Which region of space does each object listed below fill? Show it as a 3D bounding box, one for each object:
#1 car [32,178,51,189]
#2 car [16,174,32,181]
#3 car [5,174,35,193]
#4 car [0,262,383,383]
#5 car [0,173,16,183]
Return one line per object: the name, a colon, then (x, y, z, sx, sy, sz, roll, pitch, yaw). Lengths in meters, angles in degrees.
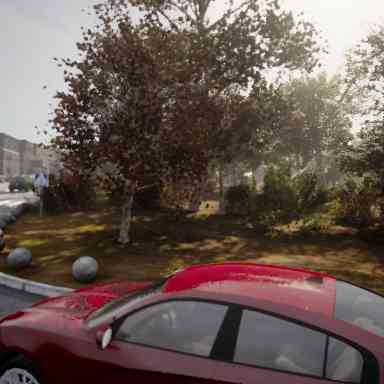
car: (-24.878, -1.426, 55.175, 1.837, 1.490, 4.892, 0, 4, -11)
car: (-42.799, -3.679, 84.945, 2.231, 1.521, 4.892, 0, 4, -11)
car: (-22.782, -1.033, 44.934, 2.150, 2.045, 5.566, 0, 4, -10)
car: (0.298, 1.470, 3.193, 5.008, 1.535, 1.882, 1, 0, 24)
car: (-39.844, -2.720, 70.361, 2.231, 1.521, 4.892, 0, 4, -11)
